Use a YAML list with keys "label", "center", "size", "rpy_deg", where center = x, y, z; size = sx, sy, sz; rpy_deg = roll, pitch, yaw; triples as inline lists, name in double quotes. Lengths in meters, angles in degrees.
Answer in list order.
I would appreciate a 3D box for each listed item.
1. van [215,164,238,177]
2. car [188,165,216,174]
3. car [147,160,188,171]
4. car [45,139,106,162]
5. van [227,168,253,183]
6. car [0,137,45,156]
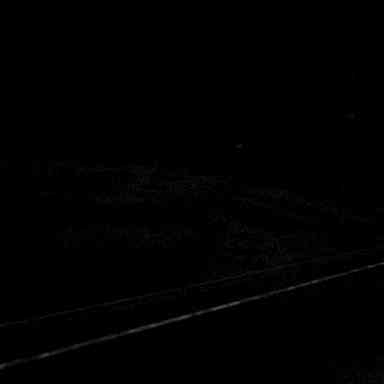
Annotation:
- label: "van"
  center: [4.045, -2.711, 46.558]
  size: [1.878, 1.987, 4.442]
  rpy_deg: [0, -2, 39]
- label: "car"
  center: [0.459, -2.646, 42.156]
  size: [2.002, 1.452, 4.674]
  rpy_deg: [0, -2, 40]
- label: "car"
  center: [-3.102, -2.820, 37.913]
  size: [2.002, 1.452, 4.674]
  rpy_deg: [0, -1, 41]
- label: "car"
  center: [-10.435, -3.393, 29.666]
  size: [2.435, 2.045, 5.566]
  rpy_deg: [0, -1, 44]
- label: "van"
  center: [7.430, -2.493, 50.936]
  size: [1.878, 1.987, 4.442]
  rpy_deg: [0, -2, 38]
- label: "car"
  center: [-14.308, -3.376, 25.605]
  size: [2.185, 1.767, 4.553]
  rpy_deg: [0, -1, 45]
